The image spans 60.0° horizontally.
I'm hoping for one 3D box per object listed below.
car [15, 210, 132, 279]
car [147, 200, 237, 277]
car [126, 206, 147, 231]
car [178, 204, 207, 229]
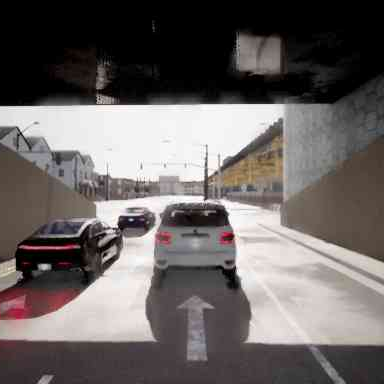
[{"bbox_3d":[-3.423,1.530,10.154,2.128,1.511,4.902,0,0,0],"label":"car"},{"bbox_3d":[0.082,1.264,10.530,2.150,2.045,5.566,0,0,0],"label":"car"},{"bbox_3d":[-3.442,1.626,21.227,2.033,1.411,5.357,0,0,0],"label":"car"},{"bbox_3d":[0.025,1.612,23.489,1.812,1.442,4.674,0,0,0],"label":"car"}]
